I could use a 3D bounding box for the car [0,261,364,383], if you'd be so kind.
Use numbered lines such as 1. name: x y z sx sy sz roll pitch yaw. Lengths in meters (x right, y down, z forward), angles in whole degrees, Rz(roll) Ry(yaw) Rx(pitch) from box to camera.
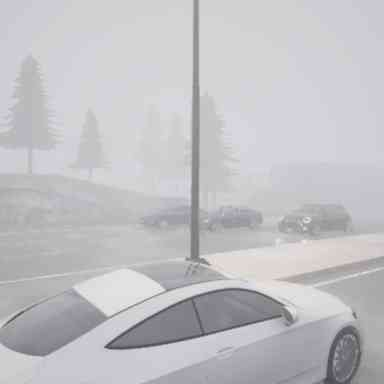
1. car: 0.001 1.531 3.670 4.674 1.442 1.812 0 0 -36

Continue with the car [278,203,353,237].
1. car: 6.910 1.414 18.547 4.553 1.767 2.097 0 0 -35

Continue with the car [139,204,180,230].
1. car: -1.038 1.537 21.548 4.892 1.490 1.837 0 0 -35

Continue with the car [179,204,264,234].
1. car: 2.052 1.533 19.434 4.902 1.511 2.128 0 0 -35
